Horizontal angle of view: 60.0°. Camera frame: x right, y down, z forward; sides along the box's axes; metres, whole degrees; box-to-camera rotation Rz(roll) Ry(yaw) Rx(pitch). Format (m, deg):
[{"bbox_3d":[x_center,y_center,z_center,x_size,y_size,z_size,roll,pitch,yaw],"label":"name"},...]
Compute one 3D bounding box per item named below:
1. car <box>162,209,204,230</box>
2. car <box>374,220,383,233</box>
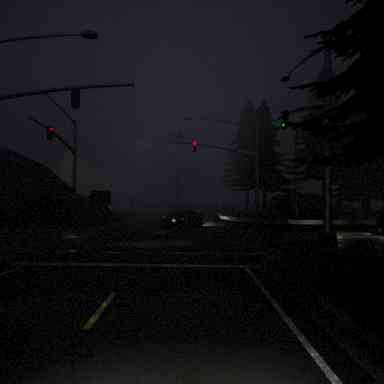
[{"bbox_3d":[-0.552,1.891,24.004,1.994,1.385,4.181,1,0,20],"label":"car"},{"bbox_3d":[14.205,1.868,21.188,4.553,1.767,2.097,0,-1,0],"label":"car"}]
